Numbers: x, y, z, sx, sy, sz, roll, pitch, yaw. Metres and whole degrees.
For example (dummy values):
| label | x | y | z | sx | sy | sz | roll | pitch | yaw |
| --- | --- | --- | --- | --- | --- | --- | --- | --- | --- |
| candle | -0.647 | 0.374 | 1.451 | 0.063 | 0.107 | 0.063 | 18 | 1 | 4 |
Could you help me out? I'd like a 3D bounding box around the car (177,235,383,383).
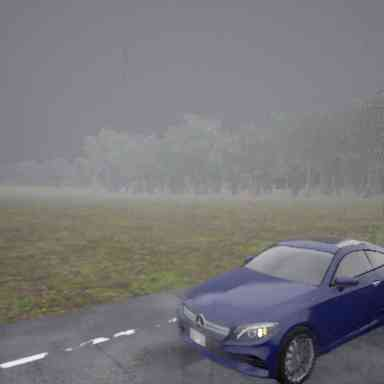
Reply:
| label | x | y | z | sx | sy | sz | roll | pitch | yaw |
| --- | --- | --- | --- | --- | --- | --- | --- | --- | --- |
| car | 1.969 | 1.500 | 5.407 | 4.674 | 1.442 | 1.812 | 0 | 0 | -35 |
